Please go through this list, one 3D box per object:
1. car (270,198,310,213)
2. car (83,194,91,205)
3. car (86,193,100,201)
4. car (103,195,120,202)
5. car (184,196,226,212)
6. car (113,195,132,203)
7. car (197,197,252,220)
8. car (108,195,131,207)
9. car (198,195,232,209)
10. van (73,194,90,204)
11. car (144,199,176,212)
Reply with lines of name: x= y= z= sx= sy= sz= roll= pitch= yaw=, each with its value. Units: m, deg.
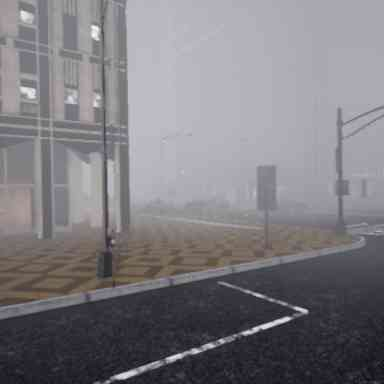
car: x=9.340 y=1.313 z=32.572 sx=2.008 sy=1.369 sz=4.403 roll=-1 pitch=1 yaw=-36
car: x=-16.591 y=1.312 z=55.009 sx=1.967 sy=1.590 sz=4.097 roll=-1 pitch=1 yaw=-36
car: x=-23.132 y=1.115 z=77.667 sx=1.967 sy=1.590 sz=4.097 roll=-1 pitch=1 yaw=-36
car: x=-16.658 y=1.245 z=68.634 sx=2.008 sy=1.369 sz=4.403 roll=-1 pitch=1 yaw=-36
car: x=1.329 y=1.412 z=34.399 sx=2.033 sy=1.411 sz=5.357 roll=-1 pitch=1 yaw=-36
car: x=-13.421 y=1.248 z=64.117 sx=1.887 sy=1.381 sz=4.507 roll=-1 pitch=1 yaw=-36
car: x=2.823 y=1.453 z=27.694 sx=1.752 sy=1.417 sz=4.829 roll=-1 pitch=1 yaw=-36
car: x=-10.118 y=1.330 z=45.975 sx=1.967 sy=1.590 sz=4.097 roll=-1 pitch=1 yaw=-36
car: x=2.807 y=1.187 z=41.565 sx=1.967 sy=1.590 sz=4.097 roll=-1 pitch=1 yaw=-36
van: x=-19.829 y=1.204 z=59.525 sx=1.690 sy=1.788 sz=3.998 roll=-1 pitch=1 yaw=-36
car: x=-3.593 y=1.434 z=36.771 sx=1.752 sy=1.417 sz=4.829 roll=-1 pitch=1 yaw=-36
